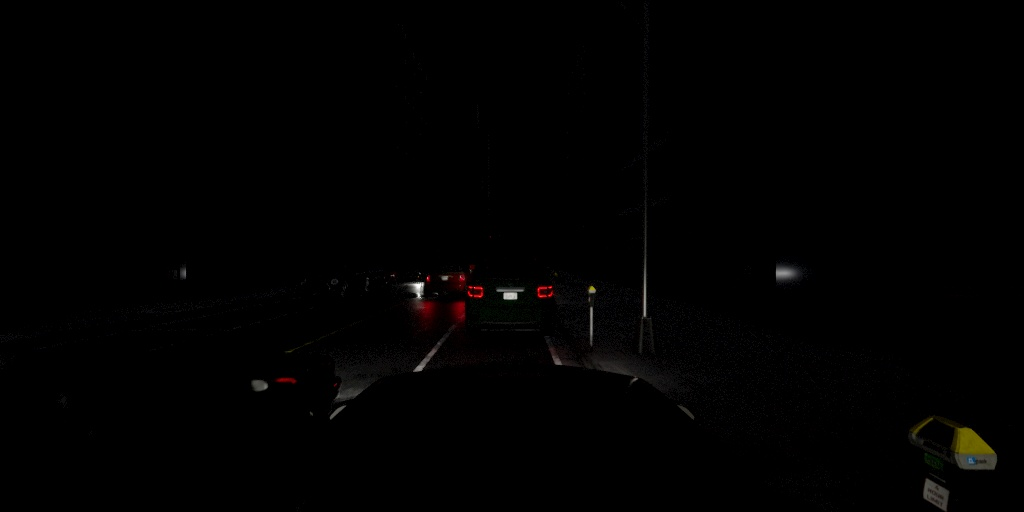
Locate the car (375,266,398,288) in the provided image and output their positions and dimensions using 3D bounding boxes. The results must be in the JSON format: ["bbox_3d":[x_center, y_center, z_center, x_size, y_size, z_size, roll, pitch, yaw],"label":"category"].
[{"bbox_3d":[-8.805,1.324,23.619,1.802,1.307,4.207,0,0,0],"label":"car"}]

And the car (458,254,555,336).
[{"bbox_3d":[-0.035,0.969,10.529,2.150,2.045,5.566,0,0,0],"label":"car"}]

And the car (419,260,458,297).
[{"bbox_3d":[-3.138,1.096,18.871,2.097,1.767,4.553,0,0,0],"label":"car"}]

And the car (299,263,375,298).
[{"bbox_3d":[-8.807,1.184,18.033,1.967,1.591,4.097,0,0,0],"label":"car"}]

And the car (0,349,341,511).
[{"bbox_3d":[-3.050,1.297,1.994,2.033,1.411,5.357,0,0,0],"label":"car"}]
